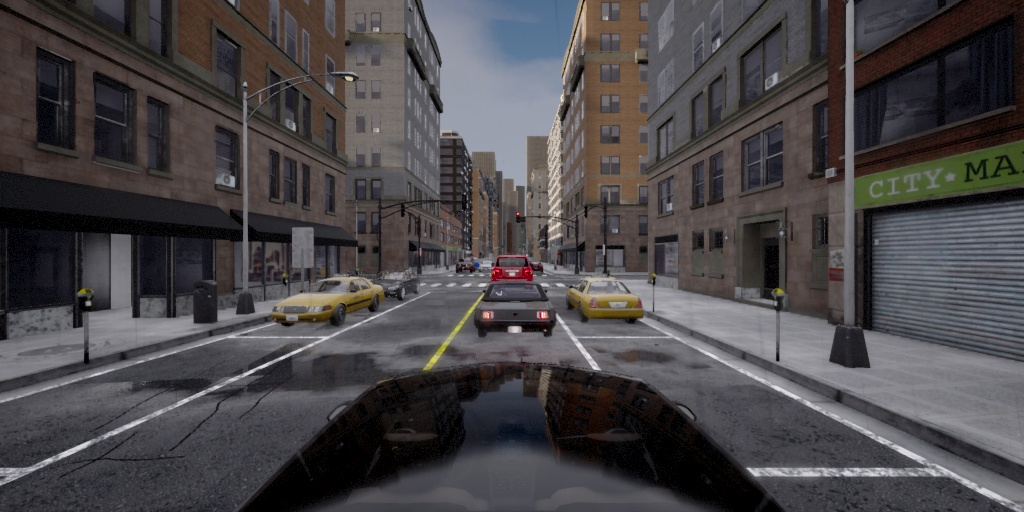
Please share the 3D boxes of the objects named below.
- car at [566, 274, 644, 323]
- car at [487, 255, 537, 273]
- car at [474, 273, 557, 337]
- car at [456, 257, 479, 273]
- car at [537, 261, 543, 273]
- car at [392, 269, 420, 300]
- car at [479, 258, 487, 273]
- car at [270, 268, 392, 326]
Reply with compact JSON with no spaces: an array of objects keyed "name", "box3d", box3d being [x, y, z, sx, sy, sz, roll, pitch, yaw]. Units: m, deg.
[{"name":"car","box3d":[2.861,1.276,11.983,1.751,1.417,4.829,0,0,0]},{"name":"car","box3d":[0.008,0.974,19.993,2.150,2.045,5.566,0,0,0]},{"name":"car","box3d":[0.085,1.351,10.223,1.895,1.301,4.718,0,0,0]},{"name":"car","box3d":[-5.651,1.077,44.116,2.192,1.841,5.009,0,0,0]},{"name":"car","box3d":[2.874,1.307,44.112,1.888,1.381,4.507,0,0,0]},{"name":"car","box3d":[-5.662,1.302,17.342,2.007,1.370,4.403,0,0,0]},{"name":"car","box3d":[-3.081,1.288,44.717,1.812,1.442,4.674,0,0,0]},{"name":"car","box3d":[-5.664,1.276,11.647,1.751,1.417,4.829,0,0,0]}]
